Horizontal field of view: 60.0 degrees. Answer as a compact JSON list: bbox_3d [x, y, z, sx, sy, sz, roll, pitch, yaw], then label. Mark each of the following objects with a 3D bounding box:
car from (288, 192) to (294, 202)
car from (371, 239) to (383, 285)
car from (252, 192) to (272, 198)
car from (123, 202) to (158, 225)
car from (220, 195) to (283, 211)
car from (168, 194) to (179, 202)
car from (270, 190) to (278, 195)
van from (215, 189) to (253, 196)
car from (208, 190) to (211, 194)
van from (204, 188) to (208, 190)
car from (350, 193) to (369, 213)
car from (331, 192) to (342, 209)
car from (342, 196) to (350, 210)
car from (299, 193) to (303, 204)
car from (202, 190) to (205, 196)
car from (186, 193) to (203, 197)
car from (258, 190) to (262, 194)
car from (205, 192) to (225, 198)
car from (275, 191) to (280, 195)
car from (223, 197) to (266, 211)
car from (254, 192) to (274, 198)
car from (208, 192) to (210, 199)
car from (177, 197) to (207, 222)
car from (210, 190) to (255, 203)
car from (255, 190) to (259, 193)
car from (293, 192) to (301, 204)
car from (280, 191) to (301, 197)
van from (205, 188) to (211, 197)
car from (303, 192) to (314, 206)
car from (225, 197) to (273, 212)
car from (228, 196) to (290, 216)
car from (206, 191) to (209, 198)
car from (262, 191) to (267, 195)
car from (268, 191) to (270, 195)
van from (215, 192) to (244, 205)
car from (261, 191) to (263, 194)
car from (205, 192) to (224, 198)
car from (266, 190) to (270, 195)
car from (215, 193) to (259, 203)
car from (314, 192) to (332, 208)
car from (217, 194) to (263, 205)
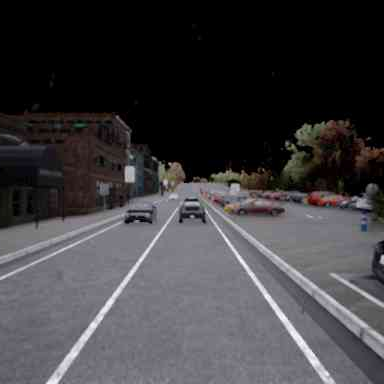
[{"bbox_3d":[18.989,1.172,54.802,4.792,1.488,2.163,0,1,0],"label":"car"},{"bbox_3d":[6.162,1.403,6.547,4.792,1.488,2.163,0,0,0],"label":"car"},{"bbox_3d":[19.020,0.780,91.004,5.008,1.535,2.097,0,1,0],"label":"car"},{"bbox_3d":[-3.427,1.424,23.212,2.033,1.411,5.357,0,0,0],"label":"car"},{"bbox_3d":[5.755,1.336,32.524,5.366,1.575,1.946,0,1,0],"label":"car"},{"bbox_3d":[-3.498,1.064,63.920,1.812,1.442,4.674,0,1,0],"label":"car"},{"bbox_3d":[18.989,0.787,65.937,5.566,2.045,2.435,0,1,0],"label":"car"},{"bbox_3d":[5.823,0.990,46.562,4.442,1.987,1.878,0,1,0],"label":"van"},{"bbox_3d":[5.907,0.941,63.138,4.553,1.767,2.185,0,1,0],"label":"car"},{"bbox_3d":[6.052,0.555,90.969,4.442,1.987,1.878,0,1,0],"label":"van"},{"bbox_3d":[19.049,1.088,32.520,5.566,2.045,2.435,0,1,0],"label":"car"},{"bbox_3d":[19.051,1.163,38.216,4.553,1.767,2.185,0,1,0],"label":"car"},{"bbox_3d":[19.051,1.188,35.431,4.553,1.767,2.185,0,1,0],"label":"car"},{"bbox_3d":[19.204,1.187,49.356,5.366,1.575,1.946,0,1,0],"label":"car"},{"bbox_3d":[5.751,0.897,79.838,5.366,1.575,1.946,0,1,0],"label":"car"},{"bbox_3d":[-0.042,1.222,41.562,2.128,1.511,4.902,0,1,0],"label":"car"},{"bbox_3d":[18.985,0.774,79.863,4.553,1.767,2.185,0,1,0],"label":"car"},{"bbox_3d":[5.930,0.841,85.405,5.008,1.535,2.097,0,1,0],"label":"car"},{"bbox_3d":[19.024,1.067,63.156,4.892,1.521,2.231,0,1,0],"label":"car"},{"bbox_3d":[5.943,1.330,38.090,4.674,1.452,2.002,0,0,0],"label":"car"},{"bbox_3d":[19.022,0.811,88.219,4.892,1.521,2.231,0,1,0],"label":"car"},{"bbox_3d":[5.944,1.093,60.355,4.892,1.521,2.231,0,1,0],"label":"car"},{"bbox_3d":[0.017,1.370,24.710,1.837,1.490,4.892,0,1,0],"label":"car"},{"bbox_3d":[5.911,0.941,49.220,5.566,2.045,2.435,0,0,0],"label":"car"},{"bbox_3d":[18.988,0.619,82.646,5.566,2.045,2.435,0,1,0],"label":"car"},{"bbox_3d":[19.024,1.167,52.015,5.008,1.535,2.097,0,1,0],"label":"car"},{"bbox_3d":[19.049,0.966,60.369,4.553,1.767,2.185,0,1,0],"label":"car"},{"bbox_3d":[5.819,0.731,74.332,4.442,1.987,1.878,0,1,0],"label":"van"},{"bbox_3d":[19.047,0.964,46.569,5.566,2.045,2.435,0,1,0],"label":"car"},{"bbox_3d":[5.969,1.344,35.307,4.792,1.488,2.163,0,1,0],"label":"car"},{"bbox_3d":[5.956,1.403,29.883,4.674,1.452,2.002,1,0,0],"label":"car"},{"bbox_3d":[5.908,1.015,71.488,4.792,1.488,2.163,0,1,0],"label":"car"},{"bbox_3d":[19.011,0.957,74.295,5.008,1.535,2.097,0,1,0],"label":"car"},{"bbox_3d":[19.022,1.011,68.726,5.008,1.535,2.097,0,1,0],"label":"car"},{"bbox_3d":[5.822,0.942,52.003,4.442,1.987,1.878,0,1,0],"label":"van"},{"bbox_3d":[19.019,0.968,77.080,4.674,1.452,2.002,0,1,0],"label":"car"},{"bbox_3d":[5.941,0.811,88.188,5.008,1.535,2.097,0,1,0],"label":"car"},{"bbox_3d":[18.985,0.859,71.510,4.553,1.767,2.185,0,1,0],"label":"car"},{"bbox_3d":[5.933,1.242,43.656,4.892,1.521,2.231,0,1,0],"label":"car"},{"bbox_3d":[18.988,1.115,43.661,4.553,1.767,2.185,0,0,0],"label":"car"},{"bbox_3d":[5.911,1.295,40.873,4.792,1.488,2.163,0,1,0],"label":"car"}]
